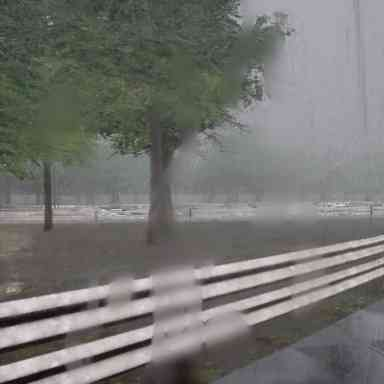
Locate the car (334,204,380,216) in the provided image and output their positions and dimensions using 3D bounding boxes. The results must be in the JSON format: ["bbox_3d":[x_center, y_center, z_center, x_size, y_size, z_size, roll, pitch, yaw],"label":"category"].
[{"bbox_3d":[21.295,2.217,42.913,5.357,1.411,2.033,-1,0,-3],"label":"car"}]

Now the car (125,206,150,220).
[{"bbox_3d":[-5.844,2.549,41.547,4.902,1.511,2.128,-1,0,-3],"label":"car"}]
